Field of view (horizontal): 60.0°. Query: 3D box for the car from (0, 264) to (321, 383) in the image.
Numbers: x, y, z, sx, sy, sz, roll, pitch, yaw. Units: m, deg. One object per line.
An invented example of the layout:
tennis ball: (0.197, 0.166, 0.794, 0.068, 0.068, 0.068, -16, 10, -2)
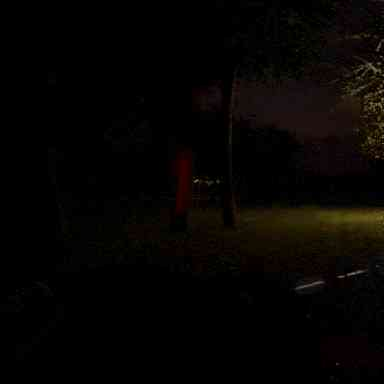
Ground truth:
car: (-0.956, 1.546, 3.306, 5.357, 1.411, 2.033, 0, 0, -35)
